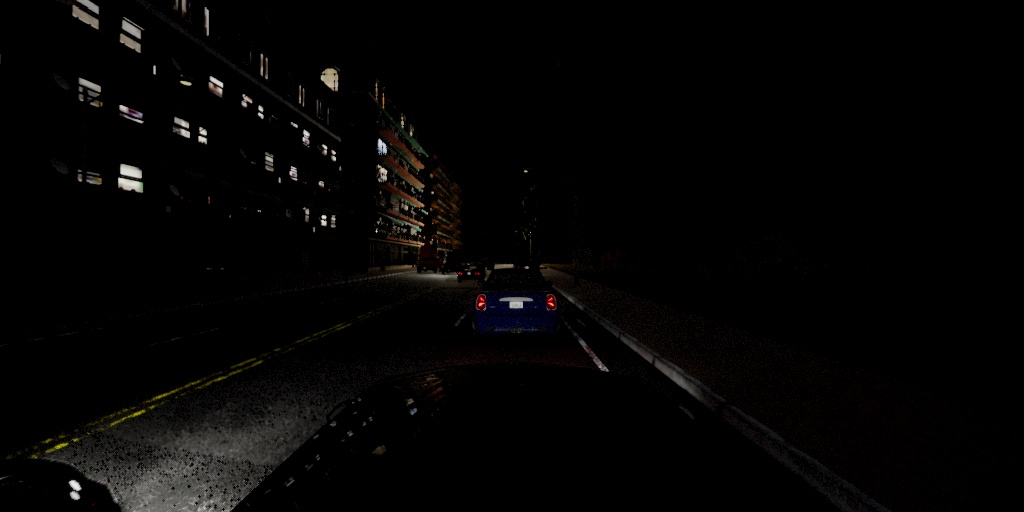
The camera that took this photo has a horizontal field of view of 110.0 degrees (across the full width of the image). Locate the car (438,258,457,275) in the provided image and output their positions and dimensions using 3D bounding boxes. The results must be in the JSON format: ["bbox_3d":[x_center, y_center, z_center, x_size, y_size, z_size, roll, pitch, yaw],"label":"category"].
[{"bbox_3d":[-6.595,1.296,39.937,1.837,1.490,4.892,0,0,0],"label":"car"}]

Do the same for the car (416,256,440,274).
[{"bbox_3d":[-9.843,1.016,43.175,2.150,2.045,5.566,0,0,0],"label":"car"}]

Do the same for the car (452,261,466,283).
[{"bbox_3d":[-3.141,1.328,28.676,2.033,1.411,5.357,0,0,0],"label":"car"}]

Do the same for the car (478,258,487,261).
[{"bbox_3d":[-3.143,1.300,45.117,1.837,1.490,4.892,0,0,0],"label":"car"}]

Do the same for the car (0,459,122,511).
[{"bbox_3d":[-3.153,1.311,0.214,1.994,1.385,4.181,0,0,0],"label":"car"}]

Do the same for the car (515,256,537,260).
[{"bbox_3d":[1.142,1.007,30.017,2.150,2.045,5.566,0,0,0],"label":"car"}]

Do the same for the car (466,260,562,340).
[{"bbox_3d":[0.100,1.111,10.114,2.097,1.767,4.553,0,0,0],"label":"car"}]
